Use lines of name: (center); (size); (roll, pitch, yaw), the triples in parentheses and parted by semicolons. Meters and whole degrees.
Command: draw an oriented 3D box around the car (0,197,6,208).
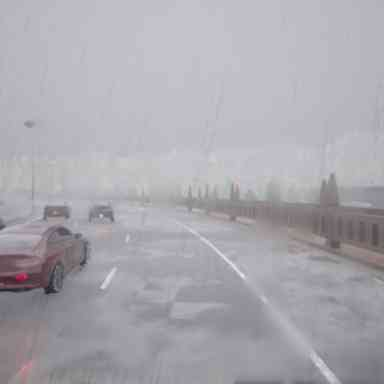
car: (-28.349, 1.515, 48.769); (1.812, 1.442, 4.674); (0, 0, -31)

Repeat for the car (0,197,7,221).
car: (-7.579, 1.226, 9.906); (2.150, 2.045, 5.566); (0, 0, -6)

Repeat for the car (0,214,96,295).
car: (-3.957, 1.520, 8.537); (1.812, 1.442, 4.674); (0, 0, -5)

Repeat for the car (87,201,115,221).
car: (-7.258, 1.468, 26.642); (1.837, 1.490, 4.892); (0, 0, -15)

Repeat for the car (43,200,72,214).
car: (-11.291, 1.452, 28.129); (1.882, 1.535, 5.008); (0, 0, -16)
